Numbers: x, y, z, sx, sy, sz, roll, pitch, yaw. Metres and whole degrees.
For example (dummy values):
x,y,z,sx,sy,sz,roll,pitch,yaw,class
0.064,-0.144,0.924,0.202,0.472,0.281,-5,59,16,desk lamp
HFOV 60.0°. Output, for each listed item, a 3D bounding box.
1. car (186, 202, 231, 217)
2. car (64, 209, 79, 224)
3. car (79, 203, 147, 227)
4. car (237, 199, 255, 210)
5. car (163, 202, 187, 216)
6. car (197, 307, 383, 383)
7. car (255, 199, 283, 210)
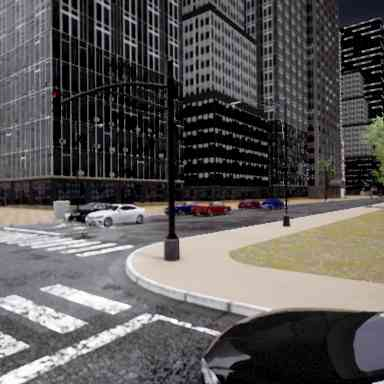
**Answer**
x,y,z,sx,sy,sz,roll,pitch,yaw,class
1.869,1.661,32.452,1.895,1.301,4.718,-1,-1,37,car
-7.414,1.585,25.544,2.128,1.511,4.902,-1,-1,37,car
-5.143,1.572,23.160,1.812,1.442,4.674,-1,-1,37,car
7.929,1.686,45.840,1.994,1.385,4.181,-1,-1,37,car
-0.853,1.707,34.243,1.895,1.301,4.718,-1,-1,37,car
2.256,1.492,2.076,4.902,1.511,2.128,0,0,35,car
10.520,1.601,43.879,1.812,1.442,4.674,-1,-1,37,car
